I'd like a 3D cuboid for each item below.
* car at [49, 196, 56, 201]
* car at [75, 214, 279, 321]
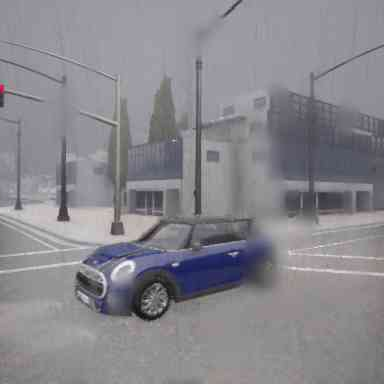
[{"bbox_3d":[-32.867,1.481,83.166,5.357,1.411,2.033,0,0,-7],"label":"car"},{"bbox_3d":[-0.159,1.348,7.420,4.553,1.767,2.097,0,0,-37],"label":"car"}]
